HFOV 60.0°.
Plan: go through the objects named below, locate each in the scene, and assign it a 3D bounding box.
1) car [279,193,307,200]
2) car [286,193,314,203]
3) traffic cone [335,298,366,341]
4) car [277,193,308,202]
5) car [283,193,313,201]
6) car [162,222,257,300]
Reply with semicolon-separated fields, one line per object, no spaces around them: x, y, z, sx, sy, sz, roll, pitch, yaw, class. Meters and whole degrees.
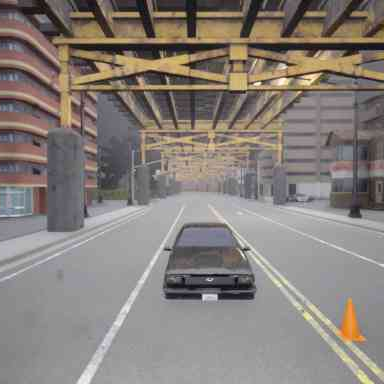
17.861;0.800;59.011;4.536;1.218;1.853;0;1;25;car
17.466;1.005;54.878;4.974;1.542;2.038;0;1;-20;car
2.454;1.949;5.157;0.340;0.580;0.340;0;0;0;traffic cone
17.814;0.957;59.035;4.974;1.542;2.038;0;1;25;car
17.515;0.847;54.894;4.536;1.218;1.853;0;1;-20;car
0.362;1.533;8.764;2.033;1.411;5.357;0;0;1;car
